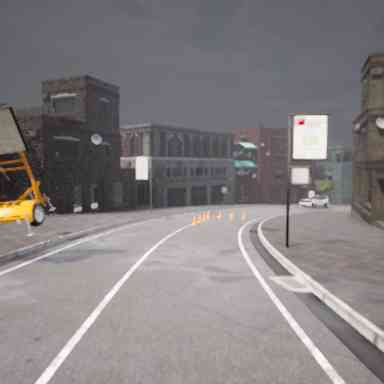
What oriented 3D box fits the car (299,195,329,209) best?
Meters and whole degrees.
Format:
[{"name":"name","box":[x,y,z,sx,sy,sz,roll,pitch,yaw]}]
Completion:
[{"name":"car","box":[19.779,1.539,53.655,5.566,2.045,2.150,2,3,-34]}]

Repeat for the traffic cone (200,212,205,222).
[{"name":"traffic cone","box":[0.585,1.925,24.491,0.340,0.580,0.340,1,0,12]}]

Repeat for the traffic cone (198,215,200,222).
[{"name":"traffic cone","box":[0.175,1.926,22.533,0.340,0.580,0.340,1,0,12]}]

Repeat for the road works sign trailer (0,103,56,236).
[{"name":"road works sign trailer","box":[-5.926,-0.839,10.374,2.380,3.560,2.880,-6,27,8]}]
